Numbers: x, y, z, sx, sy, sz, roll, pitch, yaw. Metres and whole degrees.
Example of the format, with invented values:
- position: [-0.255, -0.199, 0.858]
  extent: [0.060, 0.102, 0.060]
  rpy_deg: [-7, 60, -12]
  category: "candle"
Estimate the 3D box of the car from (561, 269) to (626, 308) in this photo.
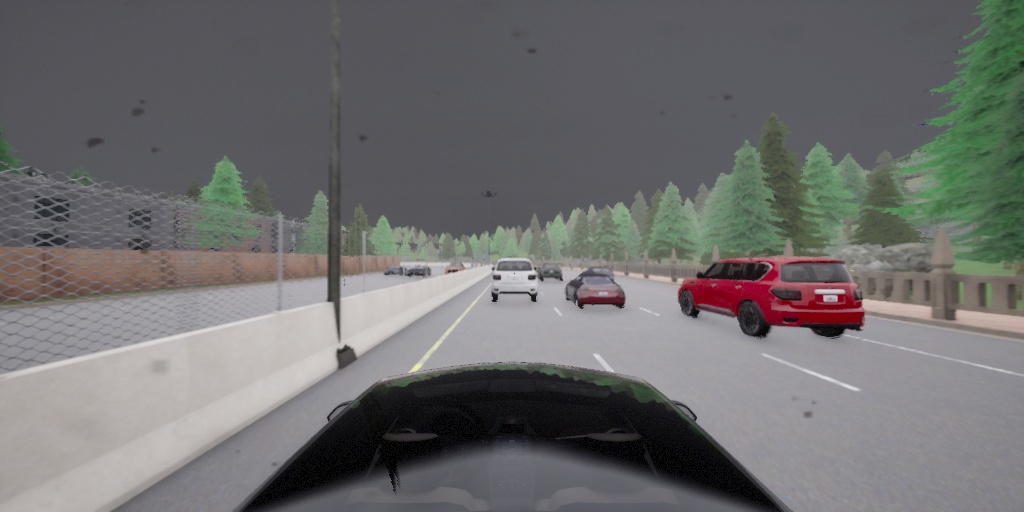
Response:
- position: [3.612, 1.472, 16.165]
  extent: [1.994, 1.385, 4.181]
  rpy_deg: [0, -1, 0]
  category: "car"

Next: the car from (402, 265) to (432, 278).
- position: [-10.561, 1.730, 41.369]
  extent: [2.033, 1.411, 5.357]
  rpy_deg: [0, -1, 0]
  category: "car"

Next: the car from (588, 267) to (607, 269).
- position: [7.124, 1.608, 30.048]
  extent: [2.033, 1.411, 5.357]
  rpy_deg: [0, -1, 0]
  category: "car"

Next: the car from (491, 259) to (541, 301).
- position: [0.114, 1.156, 18.627]
  extent: [2.150, 2.045, 5.566]
  rpy_deg: [0, -1, 0]
  category: "car"

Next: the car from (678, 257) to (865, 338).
- position: [7.107, 1.070, 10.676]
  extent: [2.150, 2.045, 5.566]
  rpy_deg: [0, -1, 0]
  category: "car"

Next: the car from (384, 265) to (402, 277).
- position: [-14.052, 1.771, 43.652]
  extent: [1.994, 1.385, 4.181]
  rpy_deg: [0, -1, 0]
  category: "car"

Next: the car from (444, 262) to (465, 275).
- position: [-7.048, 1.573, 44.801]
  extent: [2.097, 1.767, 4.553]
  rpy_deg: [0, -1, 0]
  category: "car"

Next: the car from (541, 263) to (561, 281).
- position: [3.630, 1.468, 35.117]
  extent: [2.097, 1.767, 4.553]
  rpy_deg: [0, -1, 0]
  category: "car"
